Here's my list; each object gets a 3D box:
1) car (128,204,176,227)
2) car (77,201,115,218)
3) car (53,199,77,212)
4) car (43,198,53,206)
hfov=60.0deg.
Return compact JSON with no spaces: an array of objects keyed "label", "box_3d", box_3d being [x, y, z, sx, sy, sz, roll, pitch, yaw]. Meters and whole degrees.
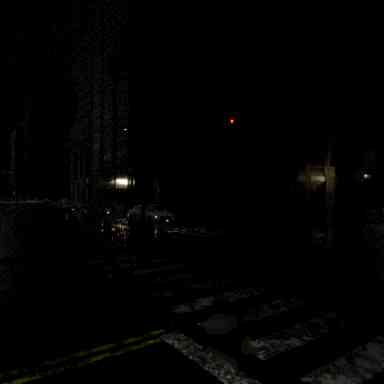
[{"label":"car","box_3d":[-2.973,1.604,23.604,1.812,1.442,4.674,1,-1,-36]},{"label":"car","box_3d":[-9.000,1.616,32.080,2.128,1.511,4.902,1,-1,-35]},{"label":"car","box_3d":[-15.227,1.775,40.862,1.895,1.301,4.718,1,-1,-35]},{"label":"car","box_3d":[-26.568,1.803,62.371,2.128,1.511,4.902,1,-1,-36]}]
